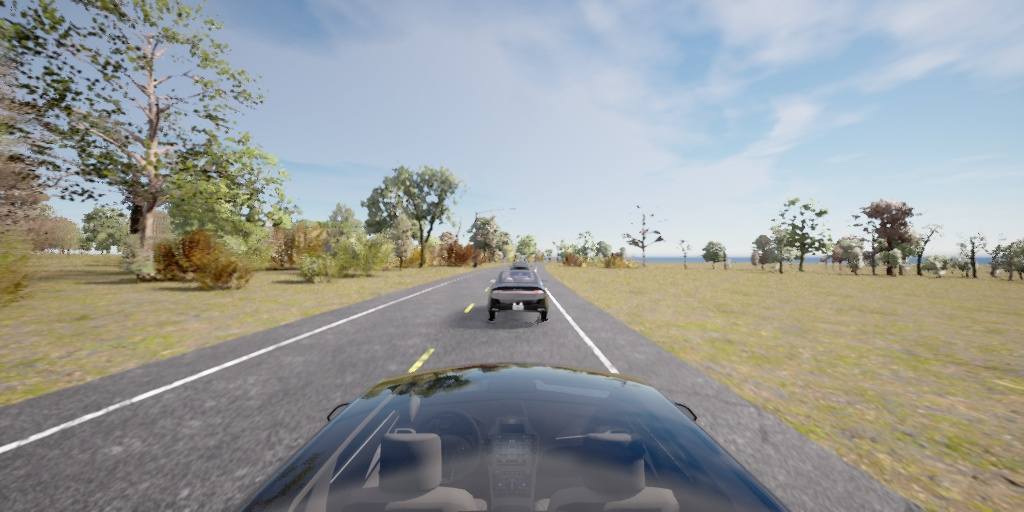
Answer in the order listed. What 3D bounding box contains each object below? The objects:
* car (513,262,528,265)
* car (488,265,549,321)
[{"bbox_3d":[0.776,1.271,32.620,1.837,1.490,4.892,0,0,2],"label":"car"},{"bbox_3d":[0.212,1.244,12.572,2.128,1.511,4.902,0,0,1],"label":"car"}]
